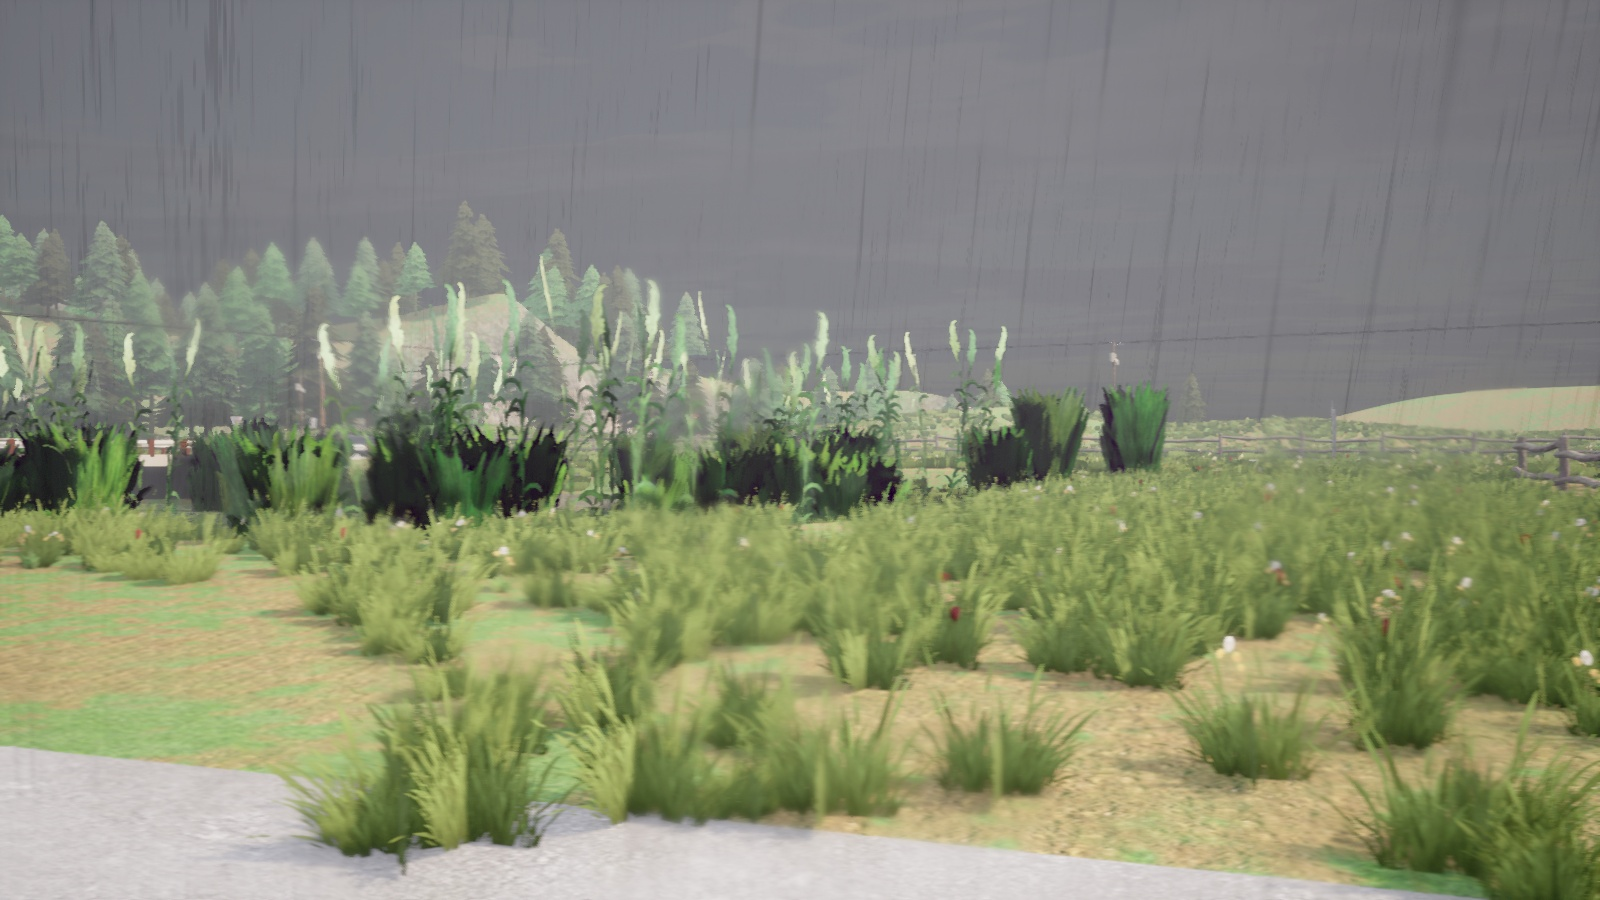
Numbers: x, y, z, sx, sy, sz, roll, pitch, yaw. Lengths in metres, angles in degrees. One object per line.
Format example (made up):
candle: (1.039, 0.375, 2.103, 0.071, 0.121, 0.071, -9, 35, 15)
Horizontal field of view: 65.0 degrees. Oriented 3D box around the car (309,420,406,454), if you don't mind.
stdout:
car: (-23.477, -0.678, 66.776, 2.242, 1.667, 4.611, 1, 0, 26)
